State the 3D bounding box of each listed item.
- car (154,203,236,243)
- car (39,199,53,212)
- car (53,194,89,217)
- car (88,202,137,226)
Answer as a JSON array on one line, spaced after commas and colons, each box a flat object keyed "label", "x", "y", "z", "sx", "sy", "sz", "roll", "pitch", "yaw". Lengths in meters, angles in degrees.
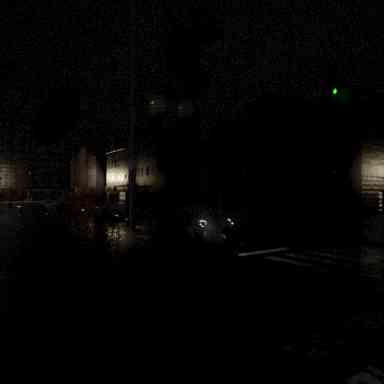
[{"label": "car", "x": 0.019, "y": 1.354, "z": 16.137, "sx": 2.097, "sy": 1.767, "sz": 4.553, "roll": 0, "pitch": 0, "yaw": -36}, {"label": "car", "x": -17.384, "y": 1.589, "z": 40.609, "sx": 1.812, "sy": 1.442, "sz": 4.674, "roll": 0, "pitch": 0, "yaw": -35}, {"label": "car", "x": -11.414, "y": 1.263, "z": 32.156, "sx": 2.150, "sy": 2.045, "sz": 5.566, "roll": 0, "pitch": 0, "yaw": -35}, {"label": "car", "x": -5.670, "y": 1.547, "z": 24.086, "sx": 1.812, "sy": 1.442, "sz": 4.674, "roll": 0, "pitch": 0, "yaw": -35}]
